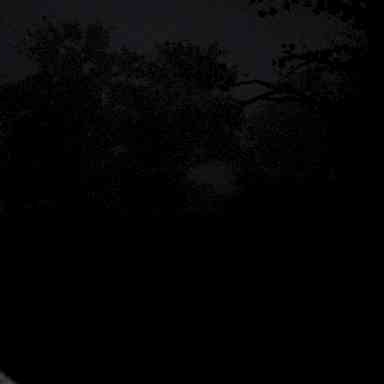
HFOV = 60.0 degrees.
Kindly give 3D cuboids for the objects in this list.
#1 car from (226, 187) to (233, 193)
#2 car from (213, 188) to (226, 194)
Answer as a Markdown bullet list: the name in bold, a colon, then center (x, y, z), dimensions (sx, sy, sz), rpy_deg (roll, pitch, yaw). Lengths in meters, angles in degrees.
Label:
- **car**: center (10.540, -0.627, 91.286), dimensions (5.366, 1.575, 1.946), rpy_deg (-4, 1, -23)
- **car**: center (5.481, -0.273, 89.094), dimensions (5.366, 1.575, 1.946), rpy_deg (-4, 1, -23)
